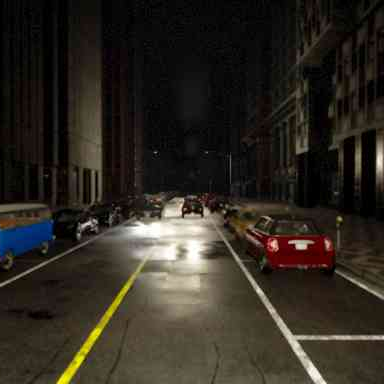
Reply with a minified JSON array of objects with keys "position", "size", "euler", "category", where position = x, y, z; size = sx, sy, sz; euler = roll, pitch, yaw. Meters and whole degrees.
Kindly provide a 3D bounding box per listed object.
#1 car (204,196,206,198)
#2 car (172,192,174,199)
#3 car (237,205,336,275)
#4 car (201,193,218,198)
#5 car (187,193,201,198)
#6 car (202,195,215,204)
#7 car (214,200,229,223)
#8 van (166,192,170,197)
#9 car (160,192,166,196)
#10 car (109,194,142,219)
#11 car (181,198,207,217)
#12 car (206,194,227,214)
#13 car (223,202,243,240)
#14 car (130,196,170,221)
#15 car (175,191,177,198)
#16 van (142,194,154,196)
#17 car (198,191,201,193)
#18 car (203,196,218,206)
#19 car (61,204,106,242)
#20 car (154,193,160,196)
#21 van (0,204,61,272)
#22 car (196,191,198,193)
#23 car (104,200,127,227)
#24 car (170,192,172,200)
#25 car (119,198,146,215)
[{"position":[2.713,1.353,38.481],"size":[1.947,1.339,4.313],"euler":[0,0,0],"category":"car"},{"position":[-5.860,1.126,77.917],"size":[2.008,1.369,4.403],"euler":[0,0,0],"category":"car"},{"position":[2.747,1.382,10.300],"size":[1.967,1.590,4.097],"euler":[0,0,0],"category":"car"},{"position":[2.705,1.072,44.117],"size":[2.192,1.841,5.009],"euler":[0,0,0],"category":"car"},{"position":[0.008,1.237,46.219],"size":[2.128,1.511,4.902],"euler":[0,0,0],"category":"car"},{"position":[2.692,1.261,55.390],"size":[1.947,1.339,4.313],"euler":[0,0,0],"category":"car"},{"position":[2.733,1.431,21.573],"size":[2.008,1.369,4.403],"euler":[0,0,0],"category":"car"},{"position":[-5.847,0.975,66.643],"size":[1.690,1.788,3.998],"euler":[0,0,0],"category":"van"},{"position":[-5.833,1.136,55.371],"size":[1.967,1.590,4.097],"euler":[0,0,0],"category":"car"},{"position":[-5.799,1.165,27.186],"size":[2.192,1.841,5.009],"euler":[0,0,0],"category":"car"},{"position":[0.060,1.440,29.139],"size":[1.895,1.301,4.718],"euler":[0,0,0],"category":"car"},{"position":[2.719,1.259,32.844],"size":[1.967,1.590,4.097],"euler":[0,0,0],"category":"car"},{"position":[2.740,1.436,16.106],"size":[1.752,1.417,4.829],"euler":[0,0,0],"category":"car"},{"position":[-3.131,1.348,25.828],"size":[2.128,1.511,4.902],"euler":[0,0,0],"category":"car"},{"position":[-5.875,0.958,89.189],"size":[1.967,1.590,4.097],"euler":[0,0,0],"category":"car"},{"position":[-5.813,1.129,38.460],"size":[1.690,1.788,3.998],"euler":[0,0,0],"category":"van"},{"position":[2.678,1.074,66.661],"size":[1.967,1.590,4.097],"euler":[0,0,0],"category":"car"},{"position":[2.699,1.271,49.754],"size":[1.887,1.381,4.507],"euler":[0,0,0],"category":"car"},{"position":[-5.785,1.478,15.915],"size":[1.947,1.339,4.313],"euler":[0,0,0],"category":"car"},{"position":[-5.819,1.197,44.098],"size":[1.967,1.590,4.097],"euler":[0,0,0],"category":"car"},{"position":[-5.779,1.284,10.277],"size":[1.690,1.788,3.998],"euler":[0,0,0],"category":"van"},{"position":[2.644,1.072,94.844],"size":[1.802,1.307,4.206],"euler":[0,0,0],"category":"car"},{"position":[-5.792,1.447,21.552],"size":[1.947,1.339,4.313],"euler":[0,0,0],"category":"car"},{"position":[-5.853,1.130,72.111],"size":[1.752,1.417,4.829],"euler":[0,0,0],"category":"car"},{"position":[-5.805,1.363,32.825],"size":[1.887,1.381,4.507],"euler":[0,0,0],"category":"car"}]
